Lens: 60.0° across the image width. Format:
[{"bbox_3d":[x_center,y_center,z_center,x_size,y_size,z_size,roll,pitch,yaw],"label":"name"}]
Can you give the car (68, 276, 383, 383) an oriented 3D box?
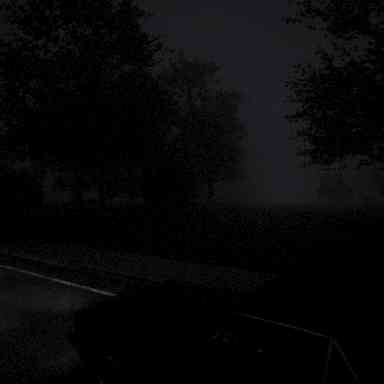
[{"bbox_3d":[0.856,1.601,3.381,4.718,1.301,1.895,0,0,35],"label":"car"}]
